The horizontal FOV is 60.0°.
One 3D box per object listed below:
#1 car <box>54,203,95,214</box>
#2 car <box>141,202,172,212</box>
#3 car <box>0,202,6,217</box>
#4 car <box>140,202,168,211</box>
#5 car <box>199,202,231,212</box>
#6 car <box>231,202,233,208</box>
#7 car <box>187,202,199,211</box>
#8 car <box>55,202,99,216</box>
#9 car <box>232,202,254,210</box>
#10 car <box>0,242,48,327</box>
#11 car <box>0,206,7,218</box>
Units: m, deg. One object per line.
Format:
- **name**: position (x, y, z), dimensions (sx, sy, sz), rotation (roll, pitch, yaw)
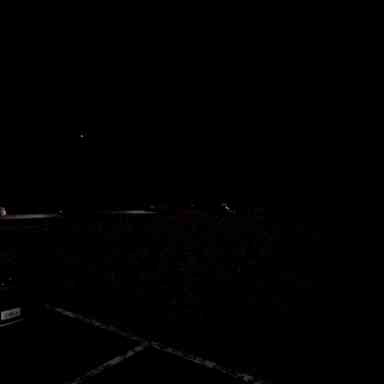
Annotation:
- **car**: position (-15.153, 2.134, 43.121), dimensions (1.895, 1.301, 4.718), rotation (0, -1, 36)
- **car**: position (-5.212, 2.241, 51.246), dimensions (1.882, 1.535, 5.008), rotation (0, -1, 36)
- **car**: position (-21.914, 1.822, 33.810), dimensions (1.837, 1.490, 4.892), rotation (0, -1, 36)
- **car**: position (-6.223, 2.423, 55.364), dimensions (1.895, 1.301, 4.718), rotation (0, -1, 36)
- **car**: position (3.623, 2.367, 52.129), dimensions (1.837, 1.490, 4.892), rotation (0, -1, 36)
- **car**: position (7.034, 2.558, 62.446), dimensions (2.128, 1.511, 4.902), rotation (0, -1, 36)
- **car**: position (1.148, 2.365, 54.255), dimensions (2.128, 1.511, 4.902), rotation (0, -1, 37)
- **car**: position (-13.509, 1.987, 39.851), dimensions (2.128, 1.511, 4.902), rotation (0, -1, 36)
- **car**: position (9.664, 2.623, 60.535), dimensions (1.994, 1.385, 4.181), rotation (0, -1, 36)
- **car**: position (-4.419, 1.551, 6.159), dimensions (4.403, 1.369, 2.008), rotation (0, 0, 36)
- **car**: position (-19.886, 1.817, 31.039), dimensions (1.812, 1.442, 4.674), rotation (0, -1, 36)
